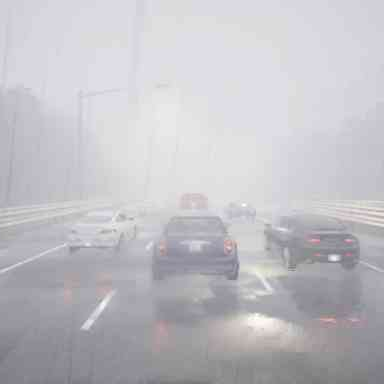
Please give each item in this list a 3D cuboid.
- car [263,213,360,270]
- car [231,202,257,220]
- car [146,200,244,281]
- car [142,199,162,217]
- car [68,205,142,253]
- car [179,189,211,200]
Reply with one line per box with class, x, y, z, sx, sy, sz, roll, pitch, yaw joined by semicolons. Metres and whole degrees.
car;3.603;1.432;10.814;1.837;1.490;4.892;0;-1;0
car;3.636;1.402;25.669;1.895;1.301;4.718;0;1;0
car;0.099;1.291;9.793;2.097;1.767;4.553;0;1;1
car;-3.348;1.297;28.430;1.812;1.442;4.674;0;1;0
car;-3.383;1.440;13.155;1.812;1.442;4.674;0;0;0
car;0.144;1.013;26.462;2.150;2.045;5.566;0;0;0
